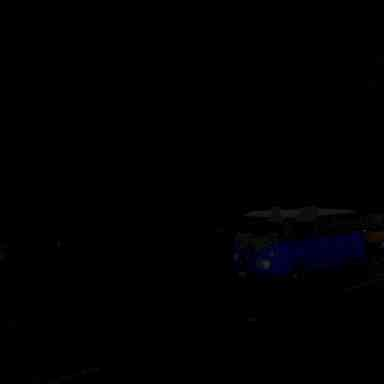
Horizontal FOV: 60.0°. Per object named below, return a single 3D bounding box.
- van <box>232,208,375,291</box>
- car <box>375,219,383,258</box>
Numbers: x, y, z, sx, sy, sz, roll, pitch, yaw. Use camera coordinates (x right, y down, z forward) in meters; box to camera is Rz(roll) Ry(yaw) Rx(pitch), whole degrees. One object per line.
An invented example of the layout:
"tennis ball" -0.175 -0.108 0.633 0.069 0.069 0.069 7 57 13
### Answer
"van" 2.868 1.338 8.701 3.998 1.788 1.690 0 0 -36
"car" 7.317 1.521 11.877 4.829 1.417 1.752 0 0 -36
